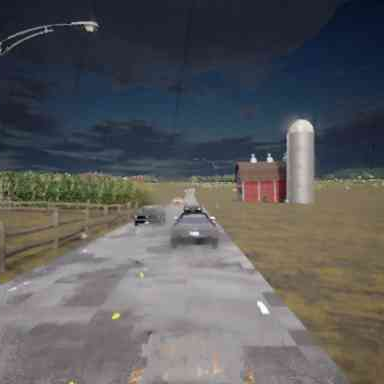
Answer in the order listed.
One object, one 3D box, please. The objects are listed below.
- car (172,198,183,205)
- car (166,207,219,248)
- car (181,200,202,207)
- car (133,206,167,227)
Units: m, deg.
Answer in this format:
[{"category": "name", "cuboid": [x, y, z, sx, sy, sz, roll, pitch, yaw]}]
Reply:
[{"category": "car", "cuboid": [-2.757, 1.813, 64.936, 1.882, 1.535, 5.008, 0, -1, 0]}, {"category": "car", "cuboid": [0.100, 1.585, 14.902, 1.994, 1.385, 4.181, 0, 0, 0]}, {"category": "car", "cuboid": [0.089, 1.714, 34.798, 1.895, 1.301, 4.718, 0, 0, 0]}, {"category": "car", "cuboid": [-2.845, 1.652, 23.291, 1.895, 1.301, 4.718, 0, 0, 0]}]
